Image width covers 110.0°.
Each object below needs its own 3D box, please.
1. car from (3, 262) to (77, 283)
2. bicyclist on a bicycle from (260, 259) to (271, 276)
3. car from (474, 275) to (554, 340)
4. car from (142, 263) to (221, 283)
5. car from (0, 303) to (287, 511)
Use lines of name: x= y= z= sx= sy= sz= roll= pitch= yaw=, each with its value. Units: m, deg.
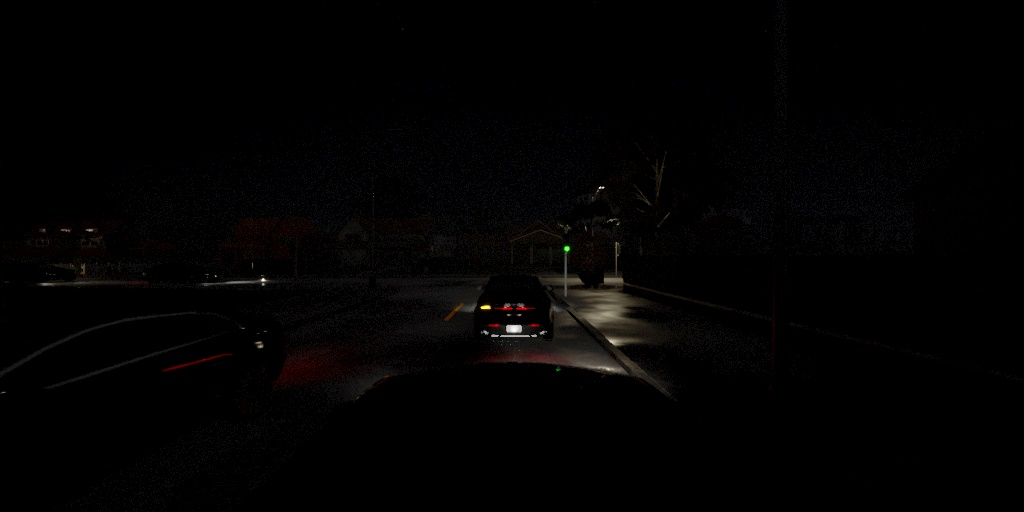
car: x=-35.715 y=1.228 z=26.769 sx=5.008 sy=1.535 sz=1.882 roll=0 pitch=0 yaw=0
bicyclist on a bicycle: x=-24.178 y=1.099 z=35.177 sx=0.582 sy=1.620 sz=1.656 roll=0 pitch=0 yaw=0
car: x=0.060 y=1.257 z=9.939 sx=1.837 sy=1.490 sz=4.892 roll=0 pitch=1 yaw=0
car: x=-24.559 y=1.255 z=26.778 sx=4.892 sy=1.490 sz=1.837 roll=0 pitch=0 yaw=0
car: x=-4.084 y=1.241 z=3.018 sx=2.128 sy=1.511 sz=4.902 roll=0 pitch=0 yaw=0
